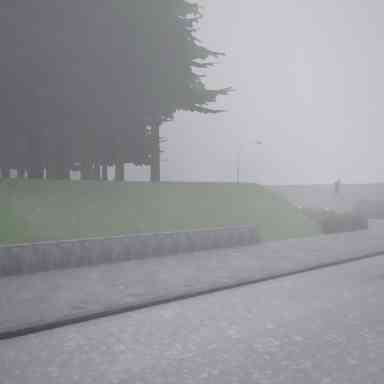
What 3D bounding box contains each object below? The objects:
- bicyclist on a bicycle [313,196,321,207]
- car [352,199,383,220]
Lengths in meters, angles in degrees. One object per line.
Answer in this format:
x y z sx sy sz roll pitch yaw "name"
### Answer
14.921 1.349 39.633 1.656 1.620 0.582 0 0 -35 "bicyclist on a bicycle"
14.717 1.352 25.425 2.097 1.767 4.553 0 0 -35 "car"
